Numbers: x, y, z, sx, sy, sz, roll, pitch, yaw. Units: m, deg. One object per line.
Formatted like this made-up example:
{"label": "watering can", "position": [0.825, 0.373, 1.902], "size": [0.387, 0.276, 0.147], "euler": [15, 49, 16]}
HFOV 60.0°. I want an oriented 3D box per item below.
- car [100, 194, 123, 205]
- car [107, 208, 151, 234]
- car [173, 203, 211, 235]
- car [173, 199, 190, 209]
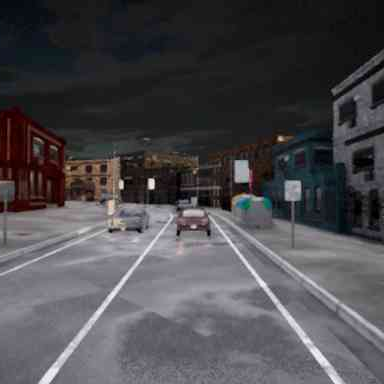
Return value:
{"label": "car", "position": [-14.545, 1.344, 59.672], "size": [2.150, 2.045, 5.566], "euler": [1, -1, -41]}
{"label": "car", "position": [-3.629, 1.667, 19.716], "size": [1.895, 1.301, 4.718], "euler": [0, 0, 0]}
{"label": "car", "position": [0.088, 1.590, 19.135], "size": [1.812, 1.442, 4.674], "euler": [0, 0, 0]}
{"label": "car", "position": [-1.162, 1.629, 39.652], "size": [2.128, 1.511, 4.902], "euler": [0, 0, -9]}
